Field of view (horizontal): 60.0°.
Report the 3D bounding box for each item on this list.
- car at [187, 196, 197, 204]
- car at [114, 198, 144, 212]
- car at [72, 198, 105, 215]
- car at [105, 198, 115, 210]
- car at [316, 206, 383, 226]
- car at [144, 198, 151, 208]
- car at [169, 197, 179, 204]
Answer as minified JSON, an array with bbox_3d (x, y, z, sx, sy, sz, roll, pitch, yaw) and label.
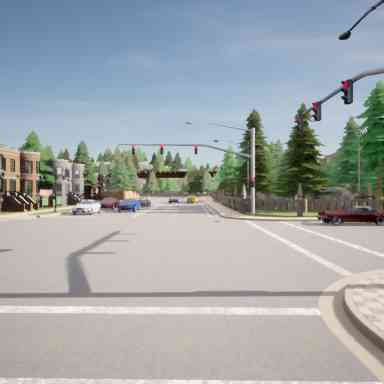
[{"bbox_3d":[-0.031,1.478,64.917,1.882,1.535,5.008,0,0,0],"label":"car"},{"bbox_3d":[-7.172,1.478,38.363,1.882,1.535,5.008,0,0,0],"label":"car"},{"bbox_3d":[-10.664,1.526,34.023,1.812,1.442,4.674,0,0,0],"label":"car"},{"bbox_3d":[-10.674,1.478,43.076,1.882,1.535,5.008,0,0,0],"label":"car"},{"bbox_3d":[11.142,1.601,22.901,4.718,1.301,1.895,0,0,2],"label":"car"},{"bbox_3d":[-7.164,1.564,48.350,1.994,1.385,4.181,0,0,0],"label":"car"},{"bbox_3d":[-3.531,1.601,65.200,1.895,1.301,4.718,0,0,0],"label":"car"}]
